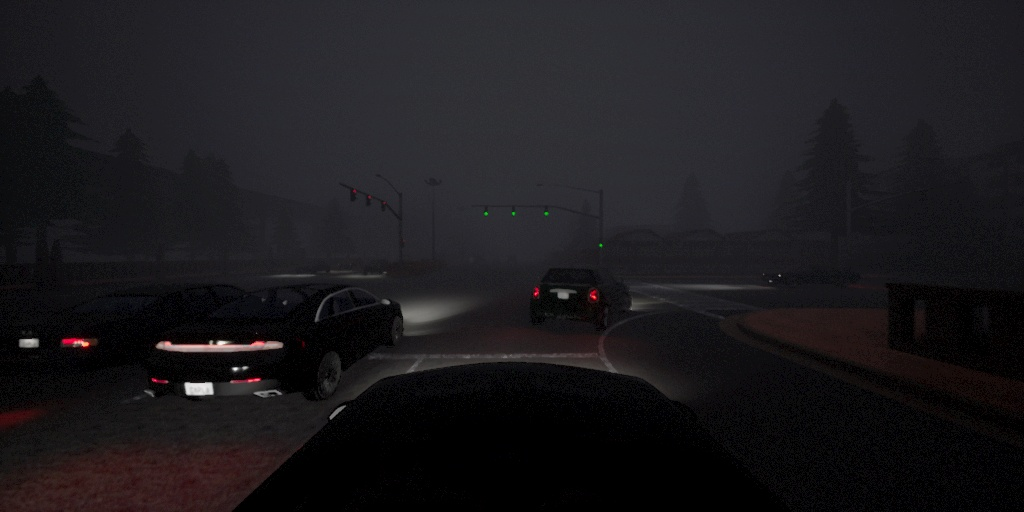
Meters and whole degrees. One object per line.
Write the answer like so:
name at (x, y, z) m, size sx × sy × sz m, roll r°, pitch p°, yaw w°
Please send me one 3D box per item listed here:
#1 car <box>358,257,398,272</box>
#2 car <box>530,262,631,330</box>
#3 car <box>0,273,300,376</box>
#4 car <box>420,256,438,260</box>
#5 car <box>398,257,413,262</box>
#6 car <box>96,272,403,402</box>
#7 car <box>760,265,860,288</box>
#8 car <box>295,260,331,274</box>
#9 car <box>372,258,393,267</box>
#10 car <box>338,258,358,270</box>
car at (-14.098, 1.072, 38.124) m, size 1.882 × 1.535 × 5.008 m, roll 0°, pitch 0°, yaw 0°
car at (2.303, 1.053, 11.294) m, size 2.097 × 1.767 × 4.553 m, roll 0°, pitch 0°, yaw 27°
car at (-6.906, 1.280, 7.639) m, size 2.033 × 1.411 × 5.357 m, roll 0°, pitch 0°, yaw 0°
car at (-14.033, 1.043, 58.278) m, size 2.033 × 1.411 × 5.357 m, roll 0°, pitch 0°, yaw 0°
car at (-14.088, 1.149, 47.469) m, size 1.895 × 1.301 × 4.718 m, roll 0°, pitch 0°, yaw 0°
car at (-3.409, 1.226, 6.339) m, size 2.128 × 1.511 × 4.902 m, roll 0°, pitch 0°, yaw 0°
car at (18.067, 1.229, 21.940) m, size 4.718 × 1.301 × 1.895 m, roll 0°, pitch 0°, yaw 2°
car at (-21.097, 1.129, 38.300) m, size 1.812 × 1.442 × 4.674 m, roll 0°, pitch 0°, yaw 0°
car at (-21.018, 1.031, 58.379) m, size 1.812 × 1.442 × 4.674 m, roll 0°, pitch 0°, yaw 0°
car at (-21.085, 1.036, 47.362) m, size 1.882 × 1.535 × 5.008 m, roll 0°, pitch 0°, yaw 0°
